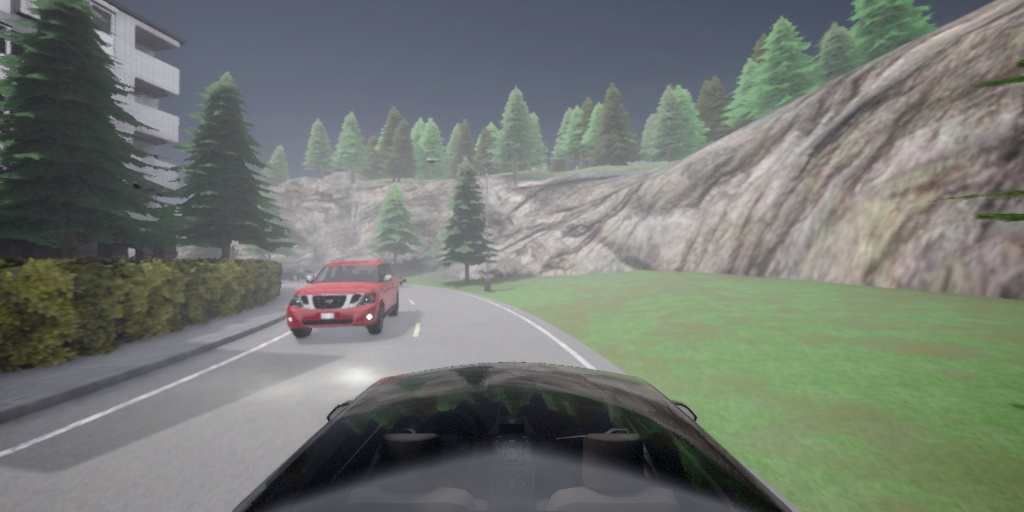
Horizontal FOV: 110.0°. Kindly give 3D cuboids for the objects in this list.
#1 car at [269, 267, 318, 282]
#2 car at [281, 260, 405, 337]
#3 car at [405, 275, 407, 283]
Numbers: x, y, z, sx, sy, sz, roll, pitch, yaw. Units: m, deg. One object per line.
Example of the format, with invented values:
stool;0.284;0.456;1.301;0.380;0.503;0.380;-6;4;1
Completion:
car;-22.899;1.906;37.589;4.892;1.490;1.837;0;-1;22
car;-4.927;1.139;11.366;2.150;2.045;5.566;0;-1;-10
car;-10.487;1.749;29.334;2.033;1.411;5.357;0;-1;-42
